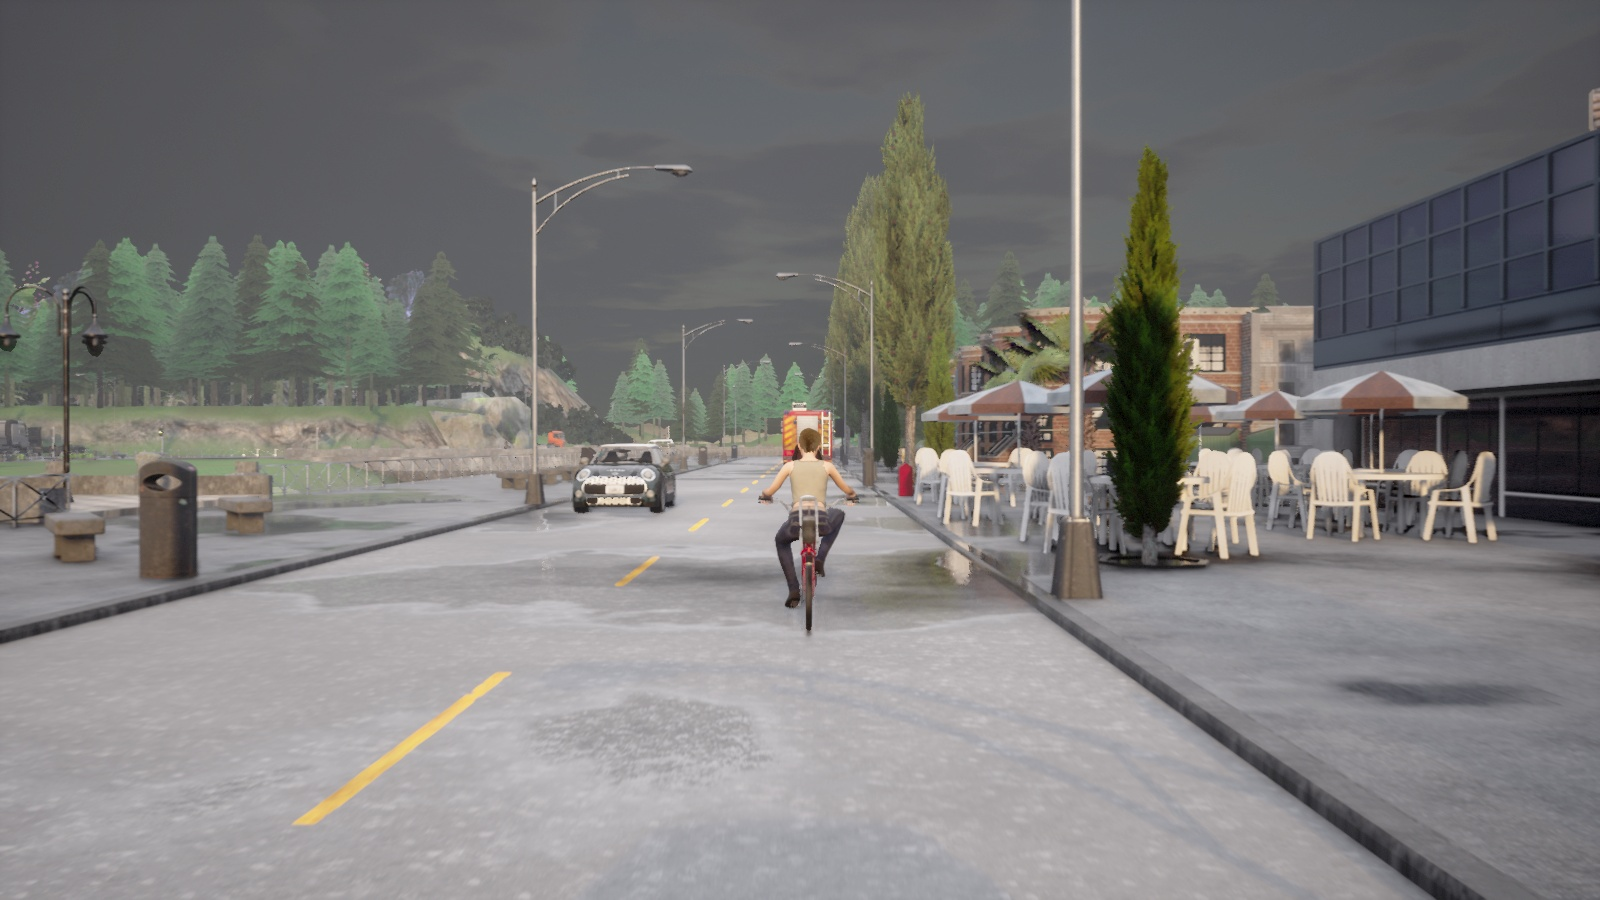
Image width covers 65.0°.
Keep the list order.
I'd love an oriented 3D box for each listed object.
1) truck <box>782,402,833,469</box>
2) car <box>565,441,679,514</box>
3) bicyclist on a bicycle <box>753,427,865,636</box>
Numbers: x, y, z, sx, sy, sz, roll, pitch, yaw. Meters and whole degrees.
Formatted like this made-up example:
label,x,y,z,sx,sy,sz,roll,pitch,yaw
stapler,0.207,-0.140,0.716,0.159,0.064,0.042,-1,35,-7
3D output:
label,x,y,z,sx,sy,sz,roll,pitch,yaw
truck,0.435,-0.844,75.654,2.891,3.827,8.468,0,0,0
car,-3.831,0.553,27.638,1.970,1.475,3.806,0,0,0
bicyclist on a bicycle,0.073,0.624,10.420,0.866,1.612,1.509,0,0,0
